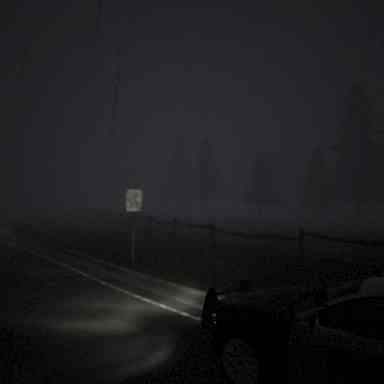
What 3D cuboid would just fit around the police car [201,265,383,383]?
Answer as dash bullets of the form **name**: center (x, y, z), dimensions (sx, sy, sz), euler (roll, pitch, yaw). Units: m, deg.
- **police car**: center (2.282, 1.595, 3.601), dimensions (1.930, 1.638, 5.238), euler (3, -3, -45)
